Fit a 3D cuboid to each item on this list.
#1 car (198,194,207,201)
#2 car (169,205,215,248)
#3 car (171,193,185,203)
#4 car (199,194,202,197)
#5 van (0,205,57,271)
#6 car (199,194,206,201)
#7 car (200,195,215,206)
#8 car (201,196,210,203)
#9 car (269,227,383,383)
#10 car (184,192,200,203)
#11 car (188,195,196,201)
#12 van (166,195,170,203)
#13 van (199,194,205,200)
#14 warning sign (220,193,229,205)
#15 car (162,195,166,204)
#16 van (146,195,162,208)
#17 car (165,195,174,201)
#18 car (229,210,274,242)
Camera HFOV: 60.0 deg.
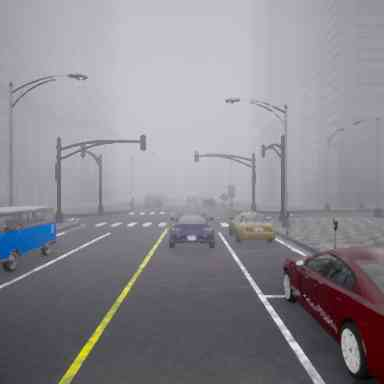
[{"bbox_3d":[2.769,1.377,87.155,2.192,1.841,5.009,0,0,0],"label":"car"},{"bbox_3d":[0.000,1.536,14.650,1.812,1.442,4.674,0,0,0],"label":"car"},{"bbox_3d":[-3.000,1.567,73.942,2.128,1.511,4.902,0,0,0],"label":"car"},{"bbox_3d":[2.774,1.582,65.053,1.887,1.381,4.507,0,0,0],"label":"car"},{"bbox_3d":[-5.765,1.342,10.511,1.690,1.788,3.998,0,0,0],"label":"van"},{"bbox_3d":[2.776,1.576,59.528,1.887,1.381,4.507,0,0,0],"label":"car"},{"bbox_3d":[2.777,1.570,54.003,1.887,1.381,4.507,0,0,0],"label":"car"},{"bbox_3d":[2.773,1.569,70.749,1.752,1.417,4.829,0,0,0],"label":"car"},{"bbox_3d":[2.760,1.545,5.329,1.887,1.381,4.507,0,0,0],"label":"car"},{"bbox_3d":[0.000,1.407,67.438,2.097,1.767,4.553,0,0,0],"label":"car"},{"bbox_3d":[0.000,1.433,83.717,1.812,1.442,4.674,0,0,0],"label":"car"},{"bbox_3d":[-5.777,1.378,65.070,1.690,1.788,3.998,0,0,0],"label":"van"},{"bbox_3d":[2.768,1.410,92.681,1.690,1.788,3.998,0,0,0],"label":"van"},{"bbox_3d":[5.071,1.139,52.617,1.300,1.860,1.060,0,0,0],"label":"warning sign"},{"bbox_3d":[-5.778,1.570,54.021,1.887,1.381,4.507,0,0,0],"label":"car"},{"bbox_3d":[-5.780,1.362,48.496,1.690,1.788,3.998,0,0,0],"label":"van"},{"bbox_3d":[-5.773,1.613,87.170,2.008,1.369,4.403,0,0,0],"label":"car"},{"bbox_3d":[2.767,1.528,16.079,1.752,1.417,4.829,0,0,0],"label":"car"}]
